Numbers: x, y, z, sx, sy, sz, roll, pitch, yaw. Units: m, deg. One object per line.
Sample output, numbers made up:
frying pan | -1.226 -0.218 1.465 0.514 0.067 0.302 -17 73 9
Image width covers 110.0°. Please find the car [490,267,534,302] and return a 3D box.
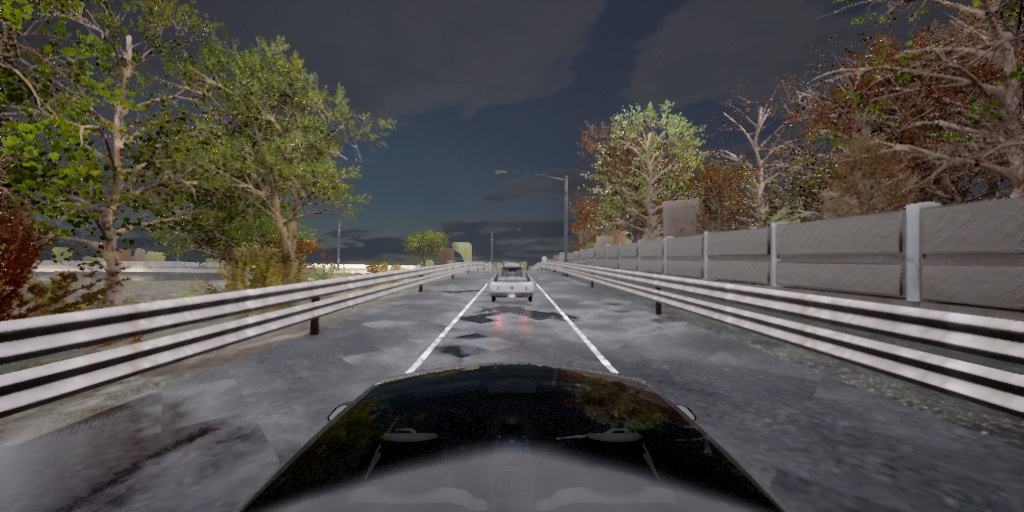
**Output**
car | -0.001 1.367 17.062 1.895 1.301 4.718 0 0 0

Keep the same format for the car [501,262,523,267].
car | -0.002 1.238 32.065 1.882 1.535 5.008 0 0 0
